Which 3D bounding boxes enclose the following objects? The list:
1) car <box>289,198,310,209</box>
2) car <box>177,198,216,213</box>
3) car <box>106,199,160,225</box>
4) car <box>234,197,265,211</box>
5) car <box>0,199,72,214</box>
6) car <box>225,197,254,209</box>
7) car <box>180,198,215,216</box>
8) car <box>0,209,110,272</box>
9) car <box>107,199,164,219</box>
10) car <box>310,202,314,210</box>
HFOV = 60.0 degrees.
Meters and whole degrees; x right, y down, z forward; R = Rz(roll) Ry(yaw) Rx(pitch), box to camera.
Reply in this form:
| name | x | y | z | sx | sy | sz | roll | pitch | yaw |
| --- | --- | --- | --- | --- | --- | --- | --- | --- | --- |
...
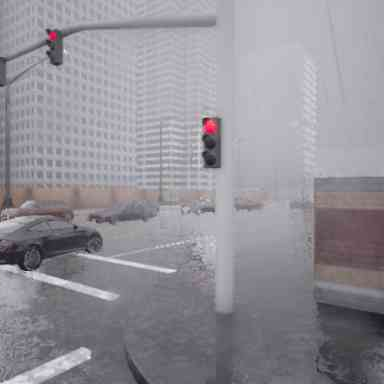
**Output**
| name | x | y | z | sx | sy | sz | roll | pitch | yaw |
| --- | --- | --- | --- | --- | --- | --- | --- | --- | --- |
| car | 14.292 | 1.493 | 43.759 | 1.812 | 1.442 | 4.674 | 0 | 0 | 36 |
| car | 0.577 | 1.432 | 37.106 | 1.837 | 1.490 | 4.892 | 0 | 0 | 36 |
| car | -4.819 | 1.481 | 23.705 | 2.033 | 1.411 | 5.357 | 0 | 0 | 36 |
| car | 6.893 | 1.548 | 39.843 | 1.895 | 1.301 | 4.718 | 0 | 0 | 36 |
| car | -10.279 | 1.268 | 22.101 | 2.097 | 1.767 | 4.553 | 0 | 0 | 36 |
| car | 6.550 | 1.439 | 45.300 | 1.837 | 1.490 | 4.892 | 0 | 0 | 36 |
| car | 0.839 | 1.432 | 31.512 | 2.128 | 1.511 | 4.902 | 0 | 0 | 36 |
| car | -4.841 | 1.486 | 10.733 | 1.812 | 1.442 | 4.674 | -1 | 0 | 19 |
| car | -4.926 | 1.413 | 29.524 | 2.128 | 1.511 | 4.902 | 0 | 0 | 36 |
| car | 16.537 | 1.334 | 40.908 | 2.097 | 1.767 | 4.553 | 0 | 0 | 36 |
